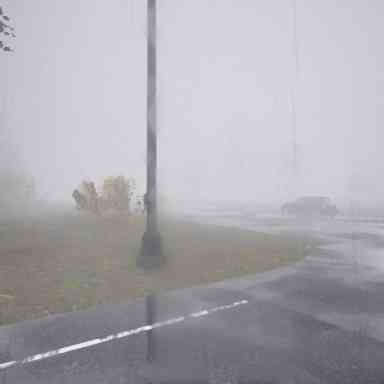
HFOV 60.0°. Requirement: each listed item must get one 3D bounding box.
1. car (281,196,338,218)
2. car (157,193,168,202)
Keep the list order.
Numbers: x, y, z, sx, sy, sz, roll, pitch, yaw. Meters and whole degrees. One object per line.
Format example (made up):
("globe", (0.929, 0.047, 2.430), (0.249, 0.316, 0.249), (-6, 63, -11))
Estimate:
("car", (9.655, 1.125, 27.749), (2.097, 1.767, 4.553), (-1, 1, -35))
("car", (-5.436, 0.943, 49.136), (1.882, 1.535, 5.008), (-1, 1, -35))
